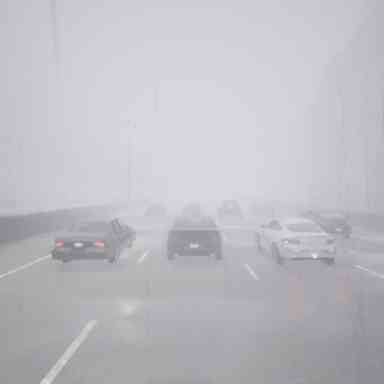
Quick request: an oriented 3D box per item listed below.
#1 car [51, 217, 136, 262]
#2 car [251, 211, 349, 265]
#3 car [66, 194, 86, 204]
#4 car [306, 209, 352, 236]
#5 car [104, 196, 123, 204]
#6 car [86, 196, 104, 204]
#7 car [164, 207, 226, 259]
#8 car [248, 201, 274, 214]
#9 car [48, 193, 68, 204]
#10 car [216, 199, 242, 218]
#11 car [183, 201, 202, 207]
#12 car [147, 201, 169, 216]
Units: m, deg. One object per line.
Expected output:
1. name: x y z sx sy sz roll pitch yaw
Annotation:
1. car: -3.416 1.653 12.516 2.033 1.411 5.357 0 0 0
2. car: 3.580 1.628 12.032 1.812 1.442 4.674 0 0 0
3. car: -21.097 1.431 61.864 1.882 1.535 5.008 0 1 0
4. car: 7.062 1.659 18.348 1.812 1.442 4.674 0 0 0
5. car: -14.110 1.447 61.899 2.128 1.511 4.902 0 1 0
6. car: -17.600 1.479 61.885 1.812 1.442 4.674 0 1 0
7. car: 0.081 1.587 13.121 1.882 1.535 5.008 0 0 0
8. car: 7.055 1.673 33.941 1.812 1.442 4.674 0 0 0
9. car: -24.587 1.178 61.810 2.150 2.045 5.566 0 1 0
10. car: 3.556 1.501 32.627 2.097 1.767 4.553 0 0 0
11. car: 0.055 1.674 33.950 1.812 1.442 4.674 0 0 0
12. car: -3.445 1.674 33.948 1.812 1.442 4.674 0 0 0
